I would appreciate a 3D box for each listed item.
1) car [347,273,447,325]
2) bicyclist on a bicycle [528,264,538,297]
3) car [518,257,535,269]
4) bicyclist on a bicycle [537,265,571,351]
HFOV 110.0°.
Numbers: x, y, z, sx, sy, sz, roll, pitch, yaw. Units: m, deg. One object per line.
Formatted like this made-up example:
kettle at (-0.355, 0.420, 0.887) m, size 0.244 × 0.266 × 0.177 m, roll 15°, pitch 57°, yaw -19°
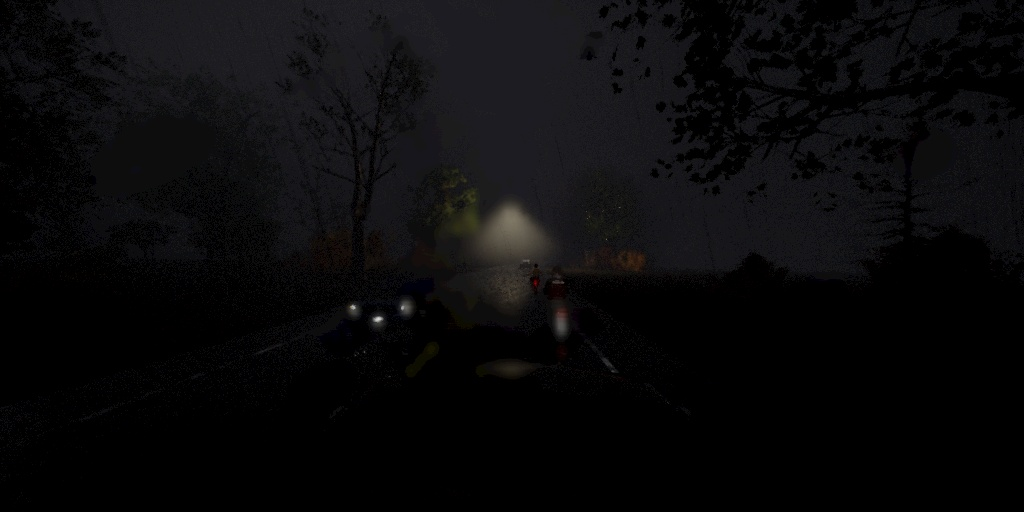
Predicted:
car at (-3.500, 1.294, 12.135) m, size 2.033 × 1.411 × 5.357 m, roll 0°, pitch 0°, yaw 1°
bicyclist on a bicycle at (1.199, 1.185, 17.962) m, size 0.866 × 1.612 × 1.509 m, roll 0°, pitch 0°, yaw 1°
car at (2.305, 1.333, 58.922) m, size 2.128 × 1.511 × 4.902 m, roll 0°, pitch 0°, yaw 4°
bicyclist on a bicycle at (1.018, 1.119, 8.145) m, size 0.659 × 1.776 × 1.843 m, roll 0°, pitch 0°, yaw 1°
